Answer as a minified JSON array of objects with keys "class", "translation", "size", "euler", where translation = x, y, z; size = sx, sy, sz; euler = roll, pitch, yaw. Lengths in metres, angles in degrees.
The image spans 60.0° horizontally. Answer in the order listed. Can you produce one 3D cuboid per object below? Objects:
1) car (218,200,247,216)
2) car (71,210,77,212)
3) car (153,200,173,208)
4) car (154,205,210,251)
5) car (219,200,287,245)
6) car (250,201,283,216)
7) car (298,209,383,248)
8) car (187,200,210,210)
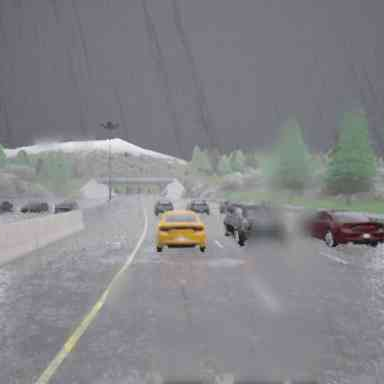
[{"class":"car","translation":[4.128,1.621,34.700],"size":[1.837,1.490,4.892],"euler":[0,0,-8]},{"class":"car","translation":[-14.293,1.711,38.442],"size":[2.033,1.411,5.357],"euler":[0,0,-8]},{"class":"car","translation":[-2.929,1.620,34.591],"size":[2.128,1.511,4.902],"euler":[0,0,-8]},{"class":"car","translation":[-0.528,1.530,14.357],"size":[1.882,1.535,5.008],"euler":[0,0,-4]},{"class":"car","translation":[2.839,1.405,15.940],"size":[2.097,1.767,4.553],"euler":[0,0,-4]},{"class":"car","translation":[7.660,1.674,34.710],"size":[1.994,1.385,4.181],"euler":[0,0,-8]},{"class":"car","translation":[6.437,1.520,15.047],"size":[1.882,1.535,5.008],"euler":[0,0,-4]},{"class":"car","translation":[0.594,1.614,34.688],"size":[2.128,1.511,4.902],"euler":[0,0,-8]}]
